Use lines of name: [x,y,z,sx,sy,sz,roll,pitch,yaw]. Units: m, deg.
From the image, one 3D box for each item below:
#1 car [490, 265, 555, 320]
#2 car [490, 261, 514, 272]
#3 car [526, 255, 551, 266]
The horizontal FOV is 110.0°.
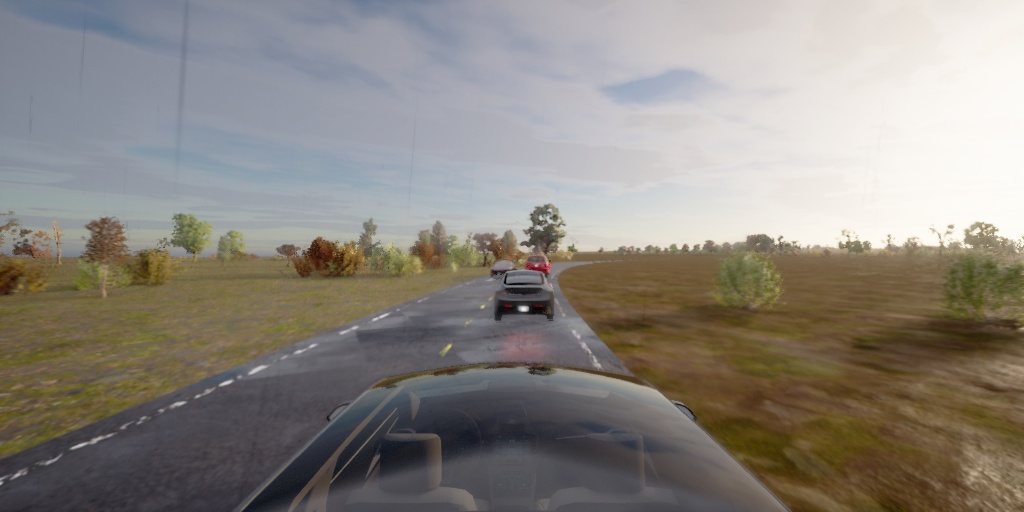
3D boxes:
car: [0.446,1.249,12.604,1.837,1.490,4.892,0,0,3]
car: [-0.783,1.209,33.694,1.882,1.535,5.008,0,0,8]
car: [2.560,0.957,34.696,2.150,2.045,5.566,0,0,8]
